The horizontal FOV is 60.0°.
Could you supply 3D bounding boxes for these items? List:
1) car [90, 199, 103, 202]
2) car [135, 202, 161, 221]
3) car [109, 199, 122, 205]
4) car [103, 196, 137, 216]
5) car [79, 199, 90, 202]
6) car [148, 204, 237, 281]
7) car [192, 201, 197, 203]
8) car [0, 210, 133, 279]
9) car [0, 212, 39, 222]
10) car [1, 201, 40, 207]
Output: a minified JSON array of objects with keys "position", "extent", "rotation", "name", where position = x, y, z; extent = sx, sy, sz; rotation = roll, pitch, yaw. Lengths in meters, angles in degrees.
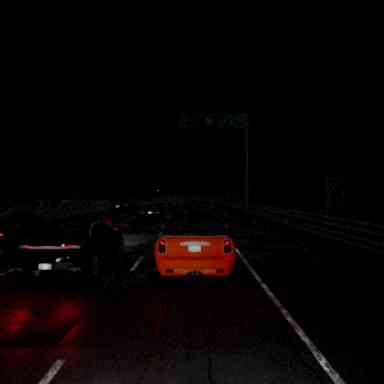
[{"position":[-21.029,2.292,76.120],"extent":[1.837,1.490,4.892],"rotation":[0,-1,0],"name":"car"},{"position":[-3.416,1.753,29.525],"extent":[2.033,1.411,5.357],"rotation":[0,-1,0],"name":"car"},{"position":[-17.529,2.345,76.120],"extent":[1.994,1.385,4.181],"rotation":[0,-1,0],"name":"car"},{"position":[-6.915,1.469,33.593],"extent":[2.150,2.045,5.566],"rotation":[0,-1,0],"name":"car"},{"position":[-24.529,2.292,76.119],"extent":[1.837,1.490,4.892],"rotation":[0,-1,0],"name":"car"},{"position":[0.077,1.390,10.082],"extent":[2.097,1.767,4.553],"rotation":[0,0,0],"name":"car"},{"position":[0.083,1.754,29.569],"extent":[2.033,1.411,5.357],"rotation":[0,-1,0],"name":"car"},{"position":[-3.425,1.532,10.189],"extent":[2.128,1.511,4.902],"rotation":[0,0,0],"name":"car"},{"position":[-6.913,1.565,13.180],"extent":[1.837,1.490,4.892],"rotation":[0,0,0],"name":"car"},{"position":[-17.610,1.768,35.186],"extent":[1.837,1.490,4.892],"rotation":[0,-1,0],"name":"car"}]
